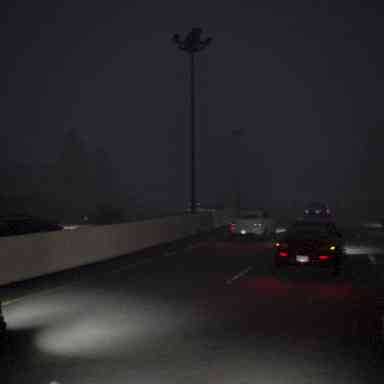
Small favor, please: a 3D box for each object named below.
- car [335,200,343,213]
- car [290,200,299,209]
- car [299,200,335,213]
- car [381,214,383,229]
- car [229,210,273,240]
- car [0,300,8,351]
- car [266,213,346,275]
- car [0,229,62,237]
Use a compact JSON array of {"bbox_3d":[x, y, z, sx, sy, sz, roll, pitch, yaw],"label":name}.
[{"bbox_3d":[16.983,1.748,41.085,2.097,1.767,4.553,0,-1,7],"label":"car"},{"bbox_3d":[18.122,2.048,56.287,1.882,1.535,5.008,0,-1,-2],"label":"car"},{"bbox_3d":[10.473,1.631,28.217,2.097,1.767,4.553,-1,-1,16],"label":"car"},{"bbox_3d":[12.702,1.625,19.919,1.801,1.575,5.366,-1,-1,20],"label":"car"},{"bbox_3d":[3.361,1.725,18.206,1.812,1.442,4.674,-1,-1,22],"label":"car"},{"bbox_3d":[-4.291,1.587,3.109,1.812,1.442,4.674,-1,-1,32],"label":"car"},{"bbox_3d":[3.981,1.636,10.971,1.812,1.442,4.674,-1,-1,26],"label":"car"},{"bbox_3d":[-7.101,1.715,12.701,1.812,1.442,4.674,-1,-1,28],"label":"car"}]
